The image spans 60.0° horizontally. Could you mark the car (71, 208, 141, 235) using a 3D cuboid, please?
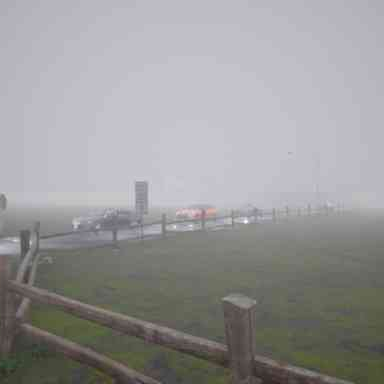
[{"bbox_3d":[-5.338,1.790,21.332,2.128,1.511,4.902,-1,-1,36],"label":"car"}]

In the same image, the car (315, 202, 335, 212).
[{"bbox_3d":[21.936,2.403,54.793,2.097,1.767,4.553,-1,-1,37],"label":"car"}]

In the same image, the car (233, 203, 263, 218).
[{"bbox_3d":[6.343,2.014,37.817,2.097,1.767,4.553,-1,-1,35],"label":"car"}]

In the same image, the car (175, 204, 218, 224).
[{"bbox_3d":[0.475,1.831,29.534,2.097,1.767,4.553,-1,-1,35],"label":"car"}]
